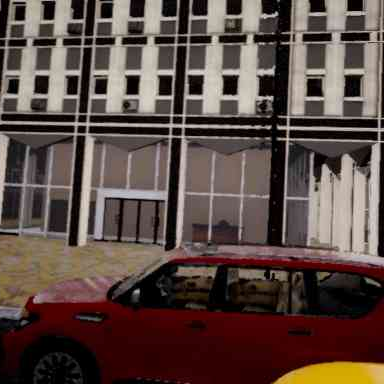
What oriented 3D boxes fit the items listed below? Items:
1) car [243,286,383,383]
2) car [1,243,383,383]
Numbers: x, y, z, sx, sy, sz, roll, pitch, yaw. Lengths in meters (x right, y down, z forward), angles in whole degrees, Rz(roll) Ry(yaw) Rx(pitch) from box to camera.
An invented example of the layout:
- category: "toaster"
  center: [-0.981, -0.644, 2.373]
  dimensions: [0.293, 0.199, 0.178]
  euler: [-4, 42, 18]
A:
- category: "car"
  center: [2.883, 1.755, 1.846]
  dimensions: [5.008, 1.535, 1.882]
  euler: [2, -4, 14]
- category: "car"
  center: [0.291, 1.614, 4.313]
  dimensions: [5.009, 1.841, 2.192]
  euler: [2, -3, 8]
